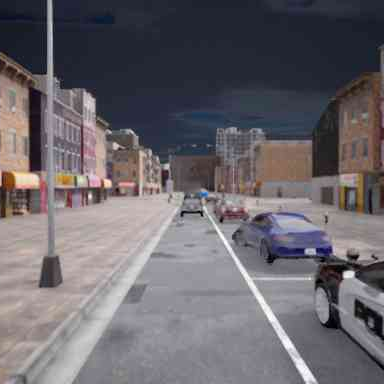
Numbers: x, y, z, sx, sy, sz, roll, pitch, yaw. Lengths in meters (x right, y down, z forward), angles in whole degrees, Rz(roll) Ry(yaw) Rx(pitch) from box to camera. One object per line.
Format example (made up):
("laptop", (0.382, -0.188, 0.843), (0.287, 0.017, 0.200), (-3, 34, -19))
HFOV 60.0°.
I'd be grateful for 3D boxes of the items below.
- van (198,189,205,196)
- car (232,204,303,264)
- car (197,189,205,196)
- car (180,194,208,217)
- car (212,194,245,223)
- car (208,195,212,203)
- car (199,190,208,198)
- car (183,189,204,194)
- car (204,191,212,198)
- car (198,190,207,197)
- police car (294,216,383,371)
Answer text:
("van", (2.592, 0.203, 88.507), (1.690, 1.788, 3.998), (0, 1, 0))
("car", (2.860, 1.365, 11.074), (1.812, 1.442, 4.674), (0, 1, -7))
("car", (2.588, 0.115, 93.979), (2.192, 1.841, 5.009), (0, 1, 0))
("car", (0.031, 1.164, 26.791), (2.033, 1.411, 5.357), (0, 1, 1))
("car", (2.626, 1.118, 22.366), (1.967, 1.590, 4.097), (0, 1, 0))
("car", (2.623, 1.180, 28.047), (1.802, 1.307, 4.206), (0, 1, 0))
("car", (2.598, 0.428, 77.557), (1.967, 1.590, 4.097), (0, 1, 0))
("car", (0.047, 0.629, 42.657), (2.150, 2.045, 5.566), (0, 1, 0))
("car", (2.614, 0.927, 45.083), (2.008, 1.369, 4.403), (0, 1, 0))
("car", (2.595, 0.365, 83.032), (1.967, 1.590, 4.097), (0, 1, 0))
("police car", (3.007, 1.367, 3.852), (1.930, 1.638, 5.238), (0, 1, 0))
